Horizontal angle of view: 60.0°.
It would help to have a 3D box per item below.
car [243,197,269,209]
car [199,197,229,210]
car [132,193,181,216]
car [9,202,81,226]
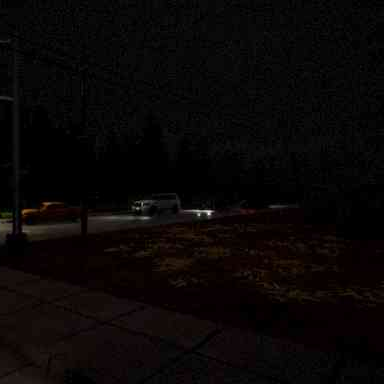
[{"bbox_3d":[8.305,1.359,42.856,2.128,1.511,4.902,0,0,37],"label":"car"},{"bbox_3d":[2.781,1.404,41.584,1.837,1.490,4.892,0,0,37],"label":"car"},{"bbox_3d":[-3.434,1.175,33.220,2.150,2.045,5.566,0,0,36],"label":"car"},{"bbox_3d":[-10.354,1.492,23.876,1.882,1.535,5.008,0,0,36],"label":"car"}]
